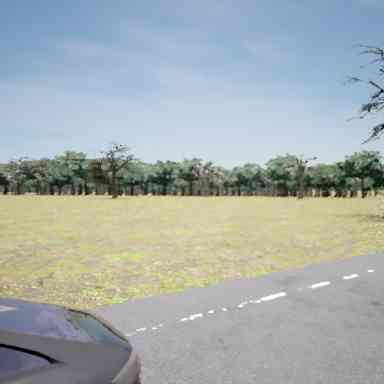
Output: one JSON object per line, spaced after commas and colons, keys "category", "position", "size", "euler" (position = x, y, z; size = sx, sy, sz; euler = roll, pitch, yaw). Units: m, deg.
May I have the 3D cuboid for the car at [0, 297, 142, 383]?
{"category": "car", "position": [-2.414, 1.557, 2.272], "size": [4.181, 1.385, 1.994], "euler": [1, 0, -35]}
